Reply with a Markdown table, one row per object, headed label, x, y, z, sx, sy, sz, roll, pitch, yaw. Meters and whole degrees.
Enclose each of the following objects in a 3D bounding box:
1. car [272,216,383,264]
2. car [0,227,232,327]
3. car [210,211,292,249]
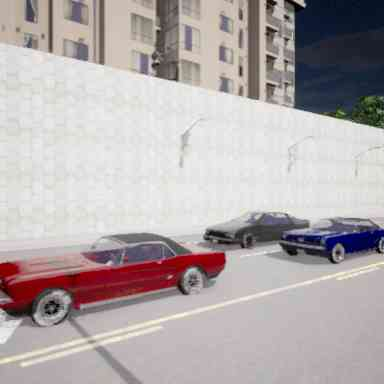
| label | x | y | z | sx | sy | sz | roll | pitch | yaw |
| --- | --- | --- | --- | --- | --- | --- | --- | --- | --- |
| car | 5.290 | 1.592 | 11.940 | 4.718 | 1.301 | 1.895 | 0 | 0 | -35 |
| car | -1.593 | 1.599 | 7.152 | 4.718 | 1.301 | 1.895 | 0 | 0 | -35 |
| car | 3.080 | 1.540 | 14.665 | 5.357 | 1.411 | 2.033 | 0 | 0 | -35 |
